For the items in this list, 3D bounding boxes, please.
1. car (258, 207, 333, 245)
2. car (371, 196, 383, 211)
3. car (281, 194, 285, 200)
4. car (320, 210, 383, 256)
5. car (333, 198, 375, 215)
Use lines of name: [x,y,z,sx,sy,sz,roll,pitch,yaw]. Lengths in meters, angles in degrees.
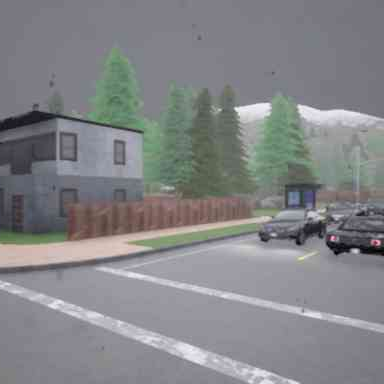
car: [4.809,1.487,15.493,1.812,1.442,4.674,0,0,39]
car: [17.058,1.273,30.740,2.097,1.767,4.553,0,0,39]
car: [20.401,1.003,73.176,1.905,1.878,3.866,0,0,37]
car: [6.602,1.566,12.161,1.895,1.301,4.718,0,0,41]
car: [10.633,1.434,22.774,2.128,1.511,4.902,0,0,39]
